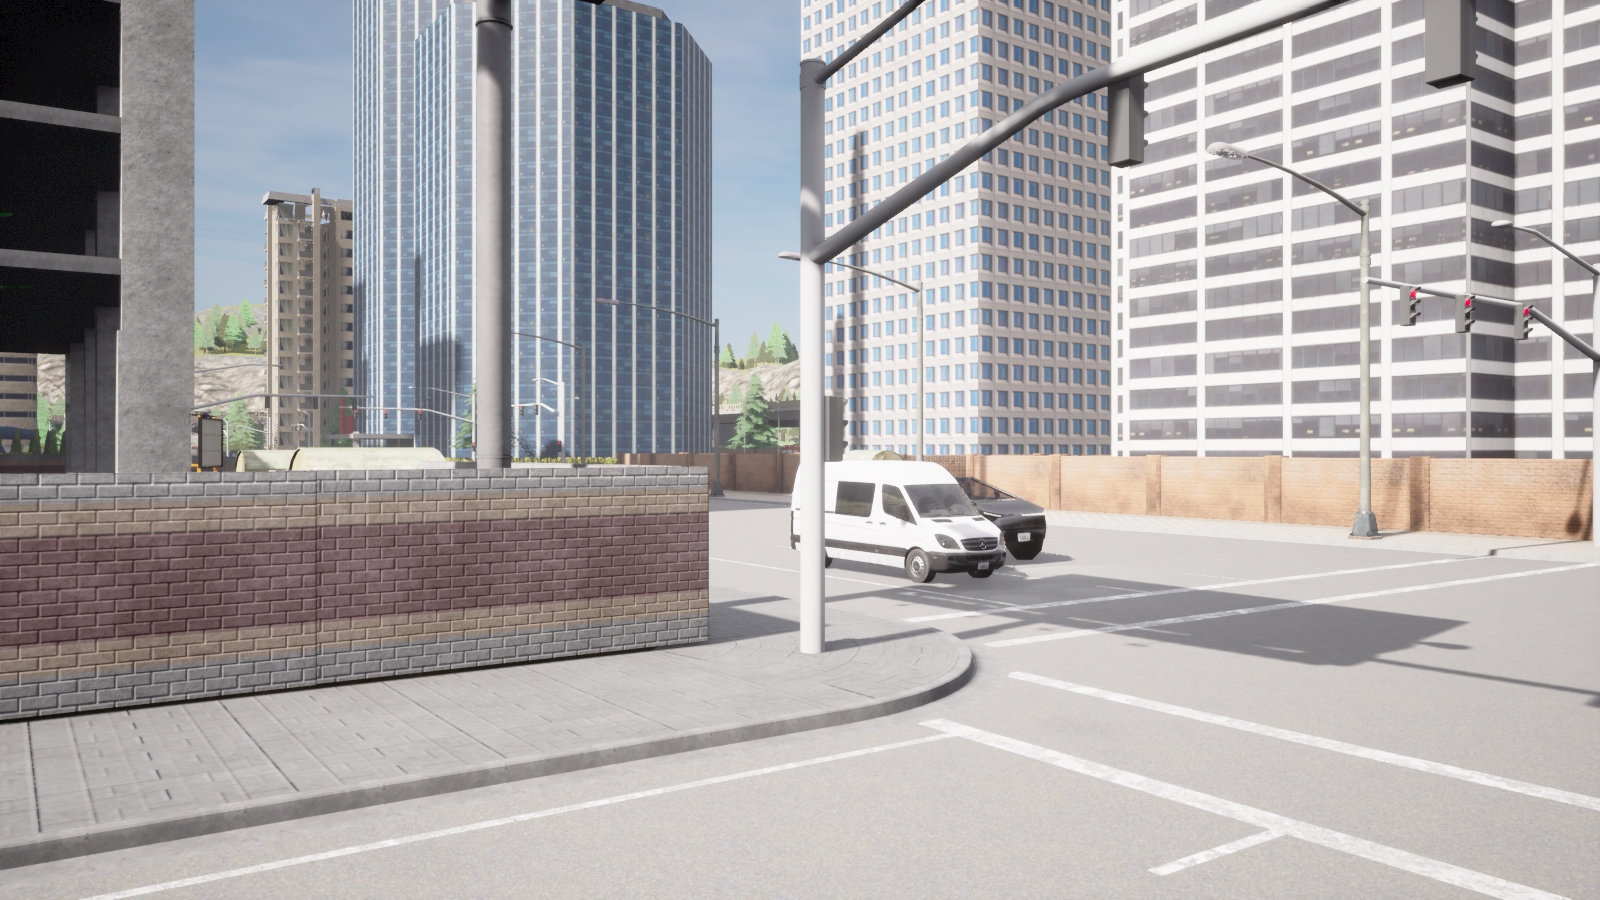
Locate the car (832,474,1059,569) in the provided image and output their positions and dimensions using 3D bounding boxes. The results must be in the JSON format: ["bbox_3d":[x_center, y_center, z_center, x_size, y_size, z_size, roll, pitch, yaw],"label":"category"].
[{"bbox_3d":[3.654,1.752,30.193,2.390,2.098,6.274,0,0,-35],"label":"car"}]

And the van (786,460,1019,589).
[{"bbox_3d":[2.162,1.533,26.216,1.988,2.561,5.915,0,0,-35],"label":"van"}]
